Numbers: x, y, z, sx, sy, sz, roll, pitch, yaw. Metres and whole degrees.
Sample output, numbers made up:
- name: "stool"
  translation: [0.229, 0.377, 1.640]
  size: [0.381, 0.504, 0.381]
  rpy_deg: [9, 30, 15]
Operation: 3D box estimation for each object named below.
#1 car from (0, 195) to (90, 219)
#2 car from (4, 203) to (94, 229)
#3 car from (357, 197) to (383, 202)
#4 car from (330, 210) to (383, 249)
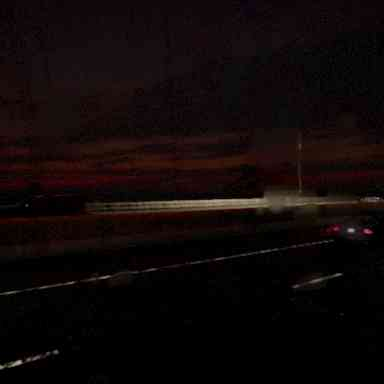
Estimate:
- name: "car"
  translation: [-8.846, 1.217, 19.204]
  size: [5.566, 2.045, 2.150]
  rpy_deg: [0, 0, -36]
- name: "car"
  translation: [-9.738, 1.538, 22.877]
  size: [5.357, 1.411, 2.033]
  rpy_deg: [0, 0, -36]
- name: "car"
  translation: [18.641, 1.296, 34.718]
  size: [4.902, 1.511, 2.128]
  rpy_deg: [0, 0, -35]
- name: "car"
  translation: [7.940, 1.468, 13.822]
  size: [5.357, 1.411, 2.033]
  rpy_deg: [0, 0, -36]
